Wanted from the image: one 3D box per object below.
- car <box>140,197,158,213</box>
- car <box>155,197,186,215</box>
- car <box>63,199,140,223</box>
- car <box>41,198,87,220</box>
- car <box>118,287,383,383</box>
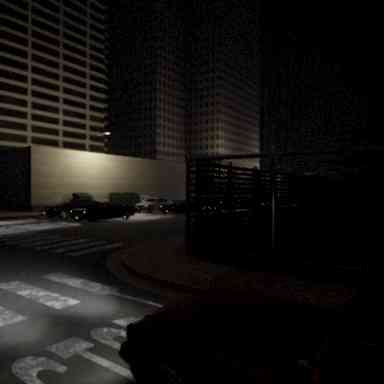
[{"bbox_3d":[-3.687,1.265,33.115,1.812,1.442,4.674,1,0,35],"label":"car"},{"bbox_3d":[-0.933,1.373,30.973,1.895,1.301,4.718,1,0,35],"label":"car"},{"bbox_3d":[-6.247,1.373,23.499,1.895,1.301,4.718,1,0,35],"label":"car"},{"bbox_3d":[-9.059,1.231,25.583,2.128,1.511,4.902,1,0,35],"label":"car"},{"bbox_3d":[1.535,1.598,2.905,4.718,1.301,1.895,1,0,37],"label":"car"}]
